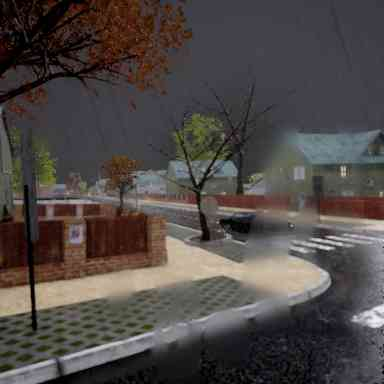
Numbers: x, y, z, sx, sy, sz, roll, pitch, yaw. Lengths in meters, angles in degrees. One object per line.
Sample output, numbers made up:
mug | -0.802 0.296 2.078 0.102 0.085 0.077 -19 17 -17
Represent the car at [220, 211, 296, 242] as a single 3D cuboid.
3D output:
car | 3.382 1.753 17.901 1.895 1.301 4.718 -3 1 -23
